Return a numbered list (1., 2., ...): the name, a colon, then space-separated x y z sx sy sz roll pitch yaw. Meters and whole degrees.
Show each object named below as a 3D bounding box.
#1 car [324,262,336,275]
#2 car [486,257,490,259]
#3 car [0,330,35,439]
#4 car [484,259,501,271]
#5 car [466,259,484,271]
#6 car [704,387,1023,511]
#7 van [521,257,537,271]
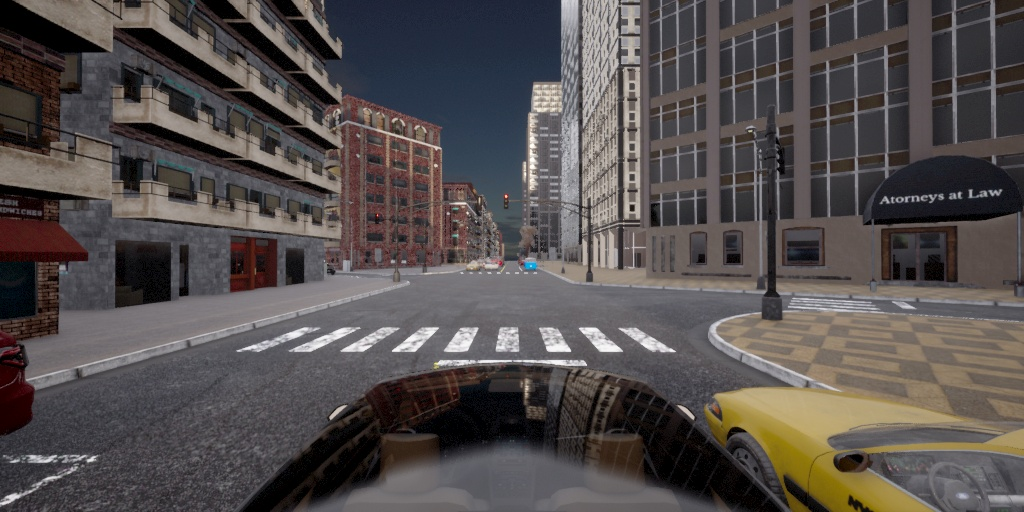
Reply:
1. car: -22.368 1.456 41.805 4.892 1.490 1.837 -1 -1 41
2. car: -5.340 1.260 61.212 1.967 1.591 4.097 0 0 0
3. car: -5.314 1.065 1.107 2.192 1.841 5.009 0 0 0
4. car: -2.869 1.396 50.220 1.895 1.301 4.718 0 0 -2
5. car: -5.335 1.321 49.937 1.751 1.417 4.829 0 0 0
6. car: 2.566 1.275 1.287 1.751 1.417 4.829 0 0 0
7. van: 2.545 1.136 50.110 1.690 1.789 3.998 0 0 0
